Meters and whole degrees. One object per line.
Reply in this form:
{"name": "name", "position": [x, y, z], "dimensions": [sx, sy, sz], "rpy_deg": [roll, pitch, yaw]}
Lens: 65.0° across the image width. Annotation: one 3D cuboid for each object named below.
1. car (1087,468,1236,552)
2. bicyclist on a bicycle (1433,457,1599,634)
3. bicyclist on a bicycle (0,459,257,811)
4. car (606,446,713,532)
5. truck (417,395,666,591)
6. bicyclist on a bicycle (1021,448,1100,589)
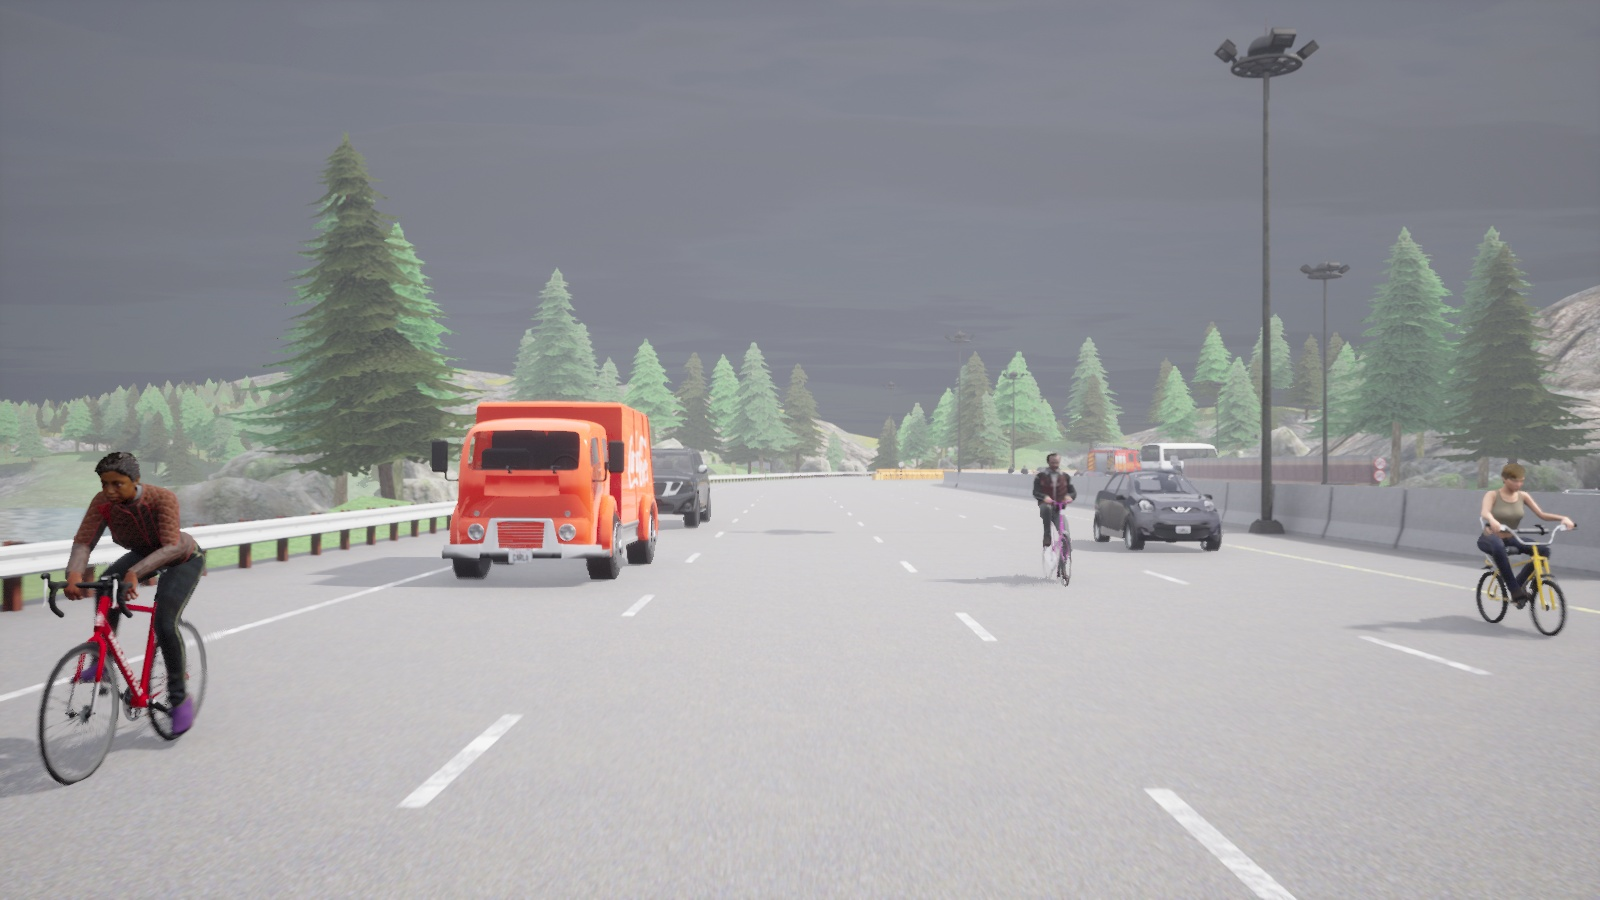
{"name": "car", "position": [6.941, 1.116, 24.485], "dimensions": [1.845, 1.501, 3.633], "rpy_deg": [0, -1, 0]}
{"name": "bicyclist on a bicycle", "position": [6.974, 0.877, 12.208], "dimensions": [0.866, 1.612, 1.509], "rpy_deg": [0, -1, 0]}
{"name": "bicyclist on a bicycle", "position": [-3.516, 0.862, 6.635], "dimensions": [0.582, 1.620, 1.656], "rpy_deg": [0, 0, 0]}
{"name": "car", "position": [-3.578, 0.973, 33.040], "dimensions": [2.150, 2.045, 5.566], "rpy_deg": [0, -1, 1]}
{"name": "truck", "position": [-3.549, 0.576, 18.495], "dimensions": [2.627, 2.467, 5.204], "rpy_deg": [0, -1, 0]}
{"name": "bicyclist on a bicycle", "position": [3.459, 0.885, 16.806], "dimensions": [0.659, 1.776, 1.843], "rpy_deg": [0, -1, 0]}
